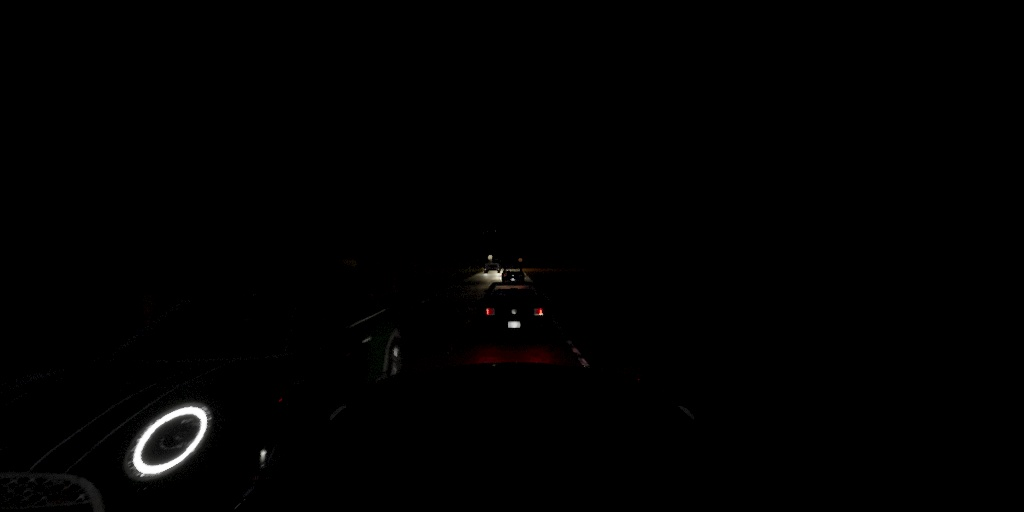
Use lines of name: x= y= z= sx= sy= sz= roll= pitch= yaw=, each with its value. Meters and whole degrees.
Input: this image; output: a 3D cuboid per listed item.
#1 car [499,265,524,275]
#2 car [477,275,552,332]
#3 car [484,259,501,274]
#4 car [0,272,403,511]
car: x=0.076 y=1.626 z=30.887 sx=1.895 sy=1.301 sz=4.718 roll=0 pitch=-1 yaw=0
car: x=0.069 y=1.436 z=11.143 sx=1.895 sy=1.301 sz=4.718 roll=0 pitch=-1 yaw=0
car: x=-2.774 y=1.445 z=52.207 sx=2.150 sy=2.045 sz=5.566 roll=0 pitch=-1 yaw=0
car: x=-2.850 y=1.122 z=4.043 sx=2.097 sy=1.767 sz=4.553 roll=0 pitch=-1 yaw=0
